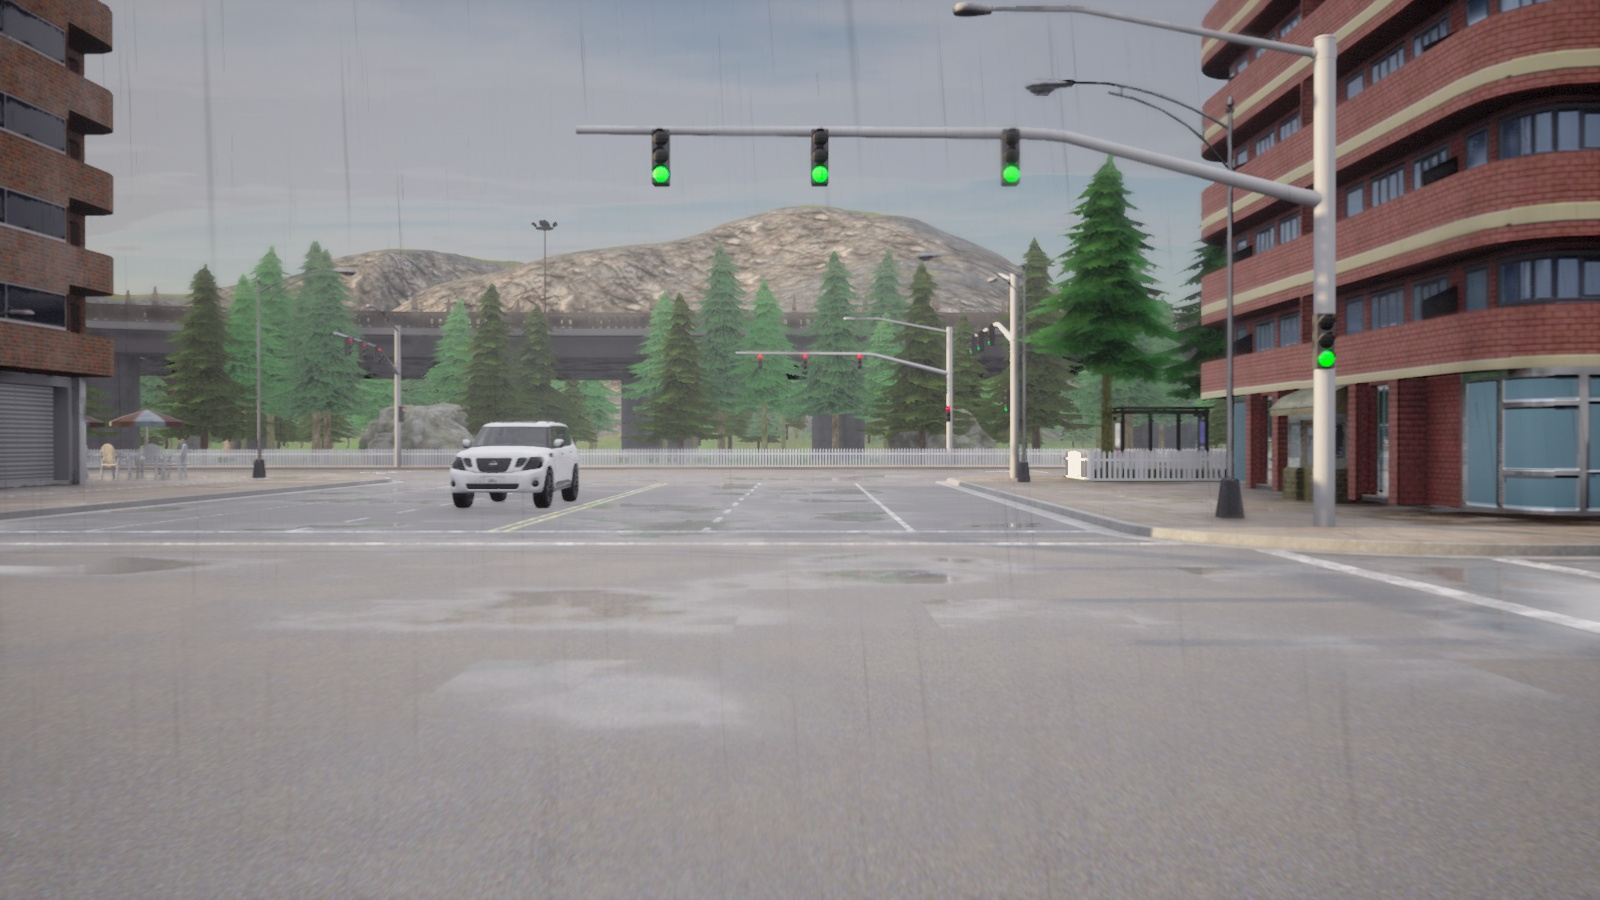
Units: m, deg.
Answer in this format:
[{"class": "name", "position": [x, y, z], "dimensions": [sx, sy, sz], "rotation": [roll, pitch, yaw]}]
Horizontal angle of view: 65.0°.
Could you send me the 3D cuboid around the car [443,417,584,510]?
[{"class": "car", "position": [-6.811, 0.283, 30.543], "dimensions": [2.150, 2.045, 5.566], "rotation": [0, 0, 0]}]
